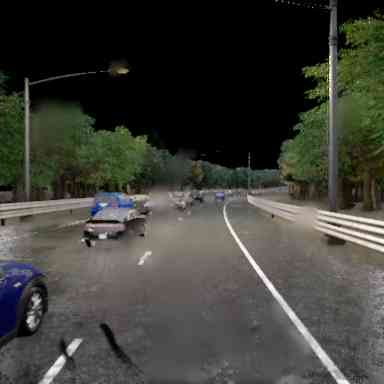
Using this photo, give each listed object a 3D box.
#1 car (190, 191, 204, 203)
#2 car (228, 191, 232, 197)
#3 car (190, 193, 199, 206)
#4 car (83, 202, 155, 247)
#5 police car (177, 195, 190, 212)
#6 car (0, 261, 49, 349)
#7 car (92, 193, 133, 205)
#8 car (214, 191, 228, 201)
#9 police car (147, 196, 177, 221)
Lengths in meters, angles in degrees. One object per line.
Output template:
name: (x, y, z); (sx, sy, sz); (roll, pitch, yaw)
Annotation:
car: (0.825, 0.808, 57.922); (2.150, 2.045, 5.566); (0, 1, 8)
car: (9.198, 0.566, 84.778); (2.128, 1.511, 4.902); (0, 1, 12)
car: (-0.618, 1.228, 47.133); (2.033, 1.411, 5.357); (0, 1, 7)
car: (-3.197, 1.436, 14.669); (2.128, 1.511, 4.902); (0, 0, 2)
police car: (-1.767, 1.280, 36.336); (2.038, 1.542, 4.974); (0, 0, 5)
car: (-3.477, 1.336, 3.785); (2.097, 1.767, 4.553); (0, 0, 1)
car: (-5.985, 1.085, 25.803); (2.150, 2.045, 5.566); (0, 1, 4)
car: (5.651, 0.979, 66.881); (1.882, 1.535, 5.008); (0, 1, 10)
police car: (-2.620, 1.293, 25.620); (1.930, 1.638, 5.238); (0, 0, 4)
